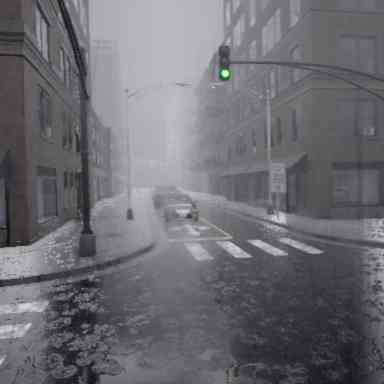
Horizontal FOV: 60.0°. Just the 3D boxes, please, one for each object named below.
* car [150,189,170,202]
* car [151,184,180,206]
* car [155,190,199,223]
[{"bbox_3d":[-3.902,0.375,40.015,1.994,1.385,4.181,-1,2,-9],"label":"car"},{"bbox_3d":[-2.312,0.326,29.489,2.150,2.045,5.566,-1,2,-8],"label":"car"},{"bbox_3d":[-0.829,0.873,19.679,2.128,1.511,4.902,-1,2,-8],"label":"car"}]
